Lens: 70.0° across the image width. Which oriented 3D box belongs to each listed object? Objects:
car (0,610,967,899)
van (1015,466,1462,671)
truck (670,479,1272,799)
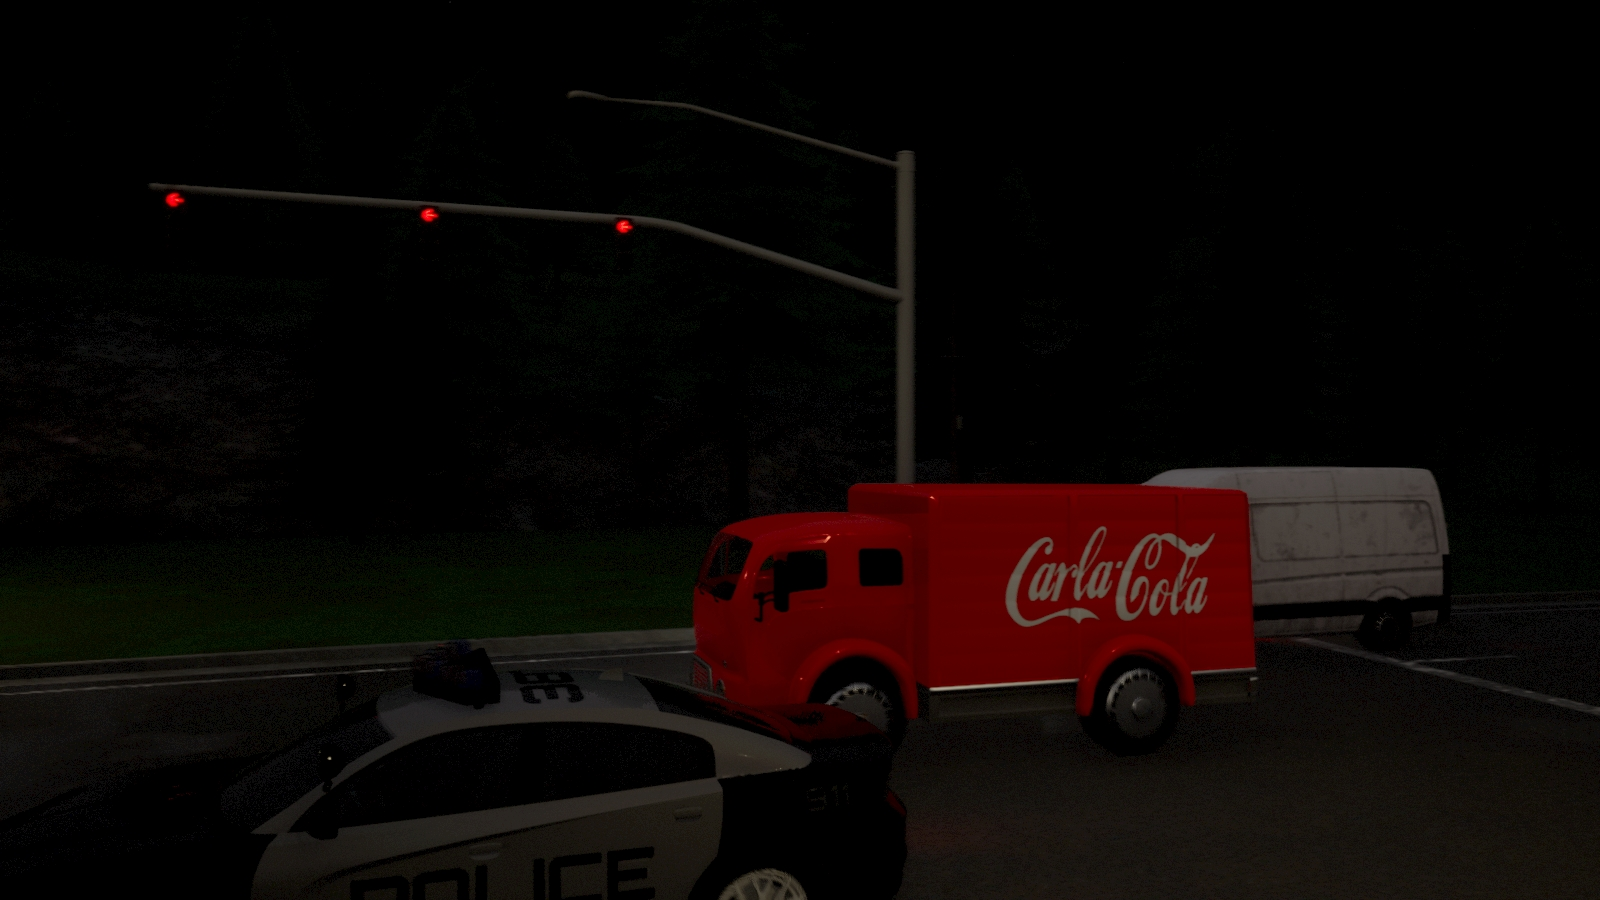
[{"bbox_3d":[-1.892,1.980,6.439,5.238,1.638,2.097,0,0,-20],"label":"car"},{"bbox_3d":[6.211,1.530,16.260,5.915,2.561,1.988,0,0,-16],"label":"van"},{"bbox_3d":[1.557,1.567,11.196,5.204,2.467,2.627,0,0,-18],"label":"truck"}]
